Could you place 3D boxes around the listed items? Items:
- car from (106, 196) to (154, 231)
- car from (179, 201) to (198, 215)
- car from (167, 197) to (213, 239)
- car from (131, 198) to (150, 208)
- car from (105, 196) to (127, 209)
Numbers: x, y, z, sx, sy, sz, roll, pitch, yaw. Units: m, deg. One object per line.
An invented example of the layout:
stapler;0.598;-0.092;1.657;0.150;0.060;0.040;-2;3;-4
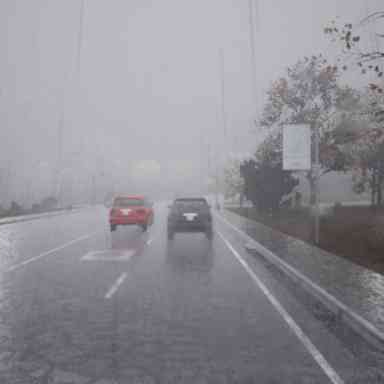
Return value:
car;-3.676;1.269;20.987;2.150;2.045;5.566;0;0;-1
car;-0.376;1.693;35.764;1.994;1.385;4.181;0;0;0
car;-0.123;1.256;17.525;2.150;2.045;5.566;0;0;-1
car;-7.445;1.594;48.193;1.994;1.385;4.181;0;0;1
car;-10.943;1.514;48.306;2.097;1.767;4.553;0;0;1
